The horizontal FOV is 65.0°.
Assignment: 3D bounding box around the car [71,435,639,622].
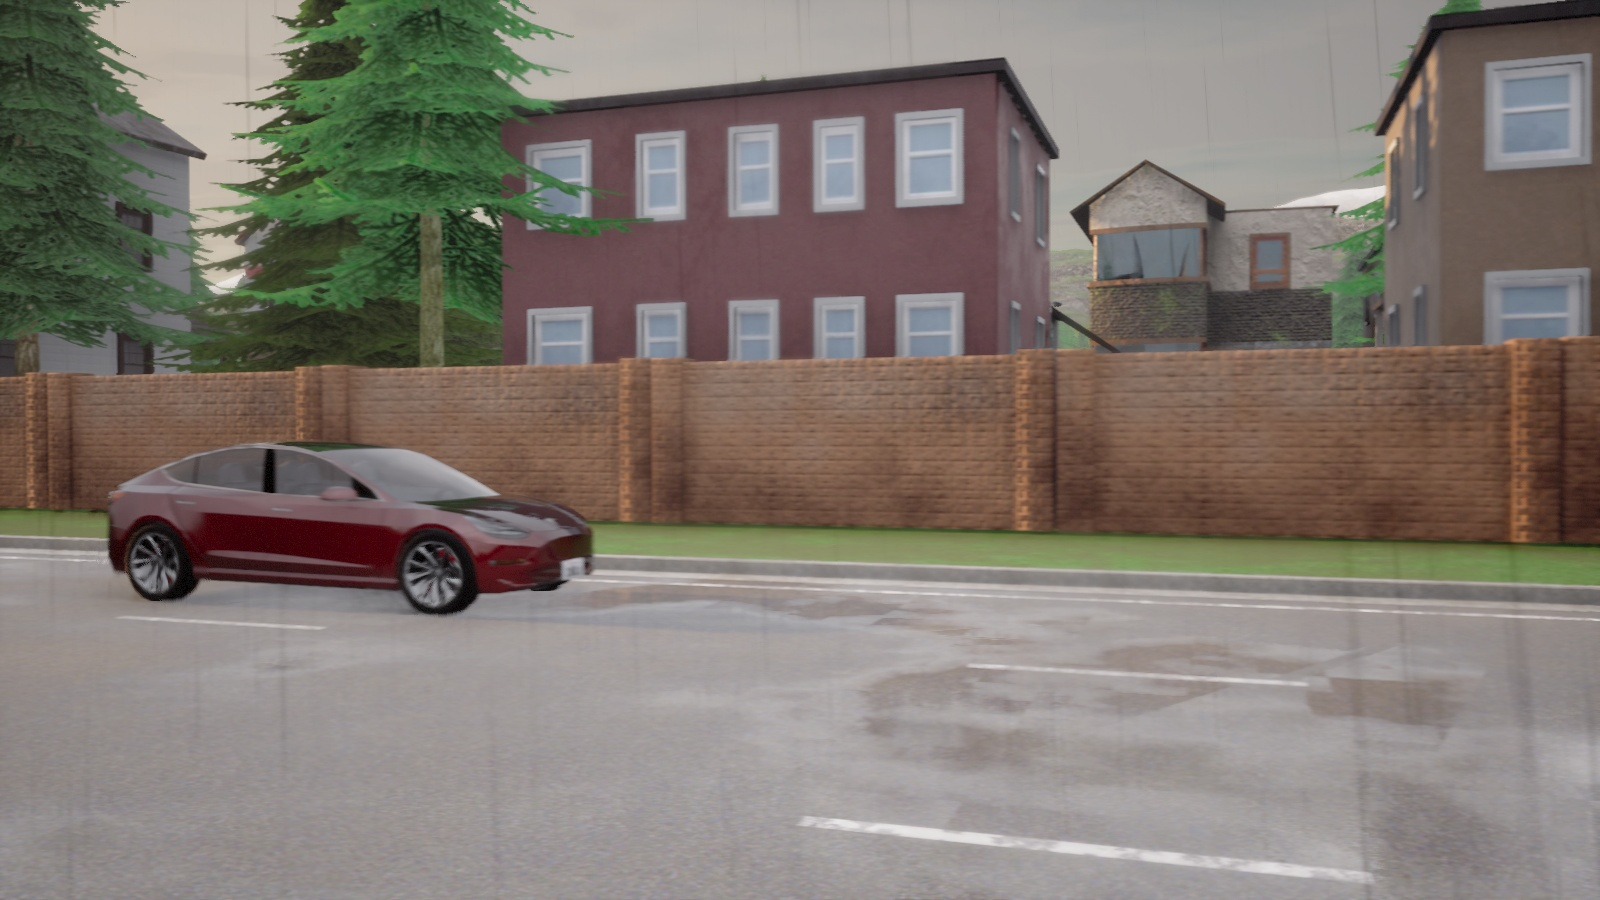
[{"bbox_3d":[-4.187,0.616,11.983,4.792,1.488,2.163,1,1,19],"label":"car"}]
